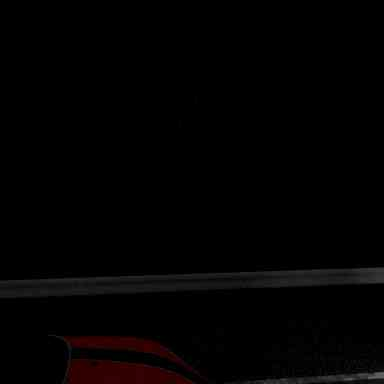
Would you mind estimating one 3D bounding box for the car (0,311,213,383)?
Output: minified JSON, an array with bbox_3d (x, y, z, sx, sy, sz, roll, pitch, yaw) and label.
[{"bbox_3d":[-1.864,1.352,1.651,4.553,1.767,2.097,0,0,-6],"label":"car"}]
